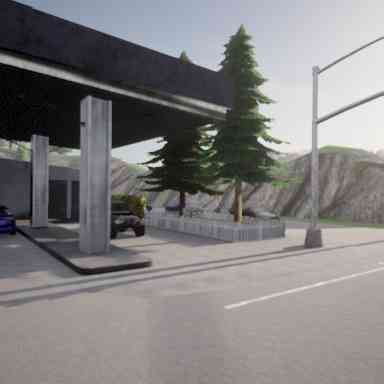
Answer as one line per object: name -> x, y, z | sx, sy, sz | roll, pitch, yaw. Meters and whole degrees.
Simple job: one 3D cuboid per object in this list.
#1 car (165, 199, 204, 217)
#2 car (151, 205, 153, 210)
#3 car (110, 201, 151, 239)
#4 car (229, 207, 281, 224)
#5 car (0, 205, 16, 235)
car -> -0.797, 1.532, 32.758 | 2.097, 1.767, 4.553 | 1, 0, -35
car -> -6.827, 1.657, 41.505 | 2.033, 1.411, 5.357 | 1, 0, -34
car -> -4.192, 1.445, 18.433 | 1.905, 1.878, 3.866 | 1, 0, -35
car -> 4.606, 1.806, 24.919 | 1.994, 1.385, 4.181 | 1, 0, -35
car -> -11.320, 1.524, 18.712 | 2.242, 1.667, 4.611 | 1, 0, -35
